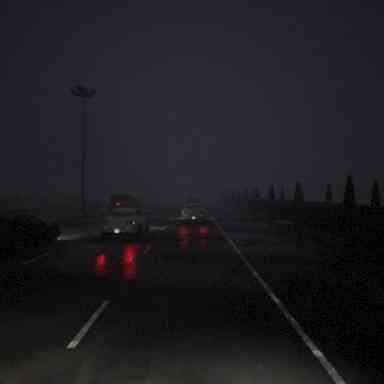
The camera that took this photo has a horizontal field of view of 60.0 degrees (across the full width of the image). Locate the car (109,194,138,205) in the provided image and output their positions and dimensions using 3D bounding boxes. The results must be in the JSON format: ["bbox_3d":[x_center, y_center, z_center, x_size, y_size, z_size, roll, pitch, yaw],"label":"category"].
[{"bbox_3d":[-6.903,1.222,33.817,2.150,2.045,5.566,0,0,0],"label":"car"}]

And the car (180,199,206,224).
[{"bbox_3d":[0.098,1.527,24.851,1.812,1.442,4.674,0,0,0],"label":"car"}]

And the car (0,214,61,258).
[{"bbox_3d":[-6.901,1.547,12.786,2.033,1.411,5.357,0,0,0],"label":"car"}]

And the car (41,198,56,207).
[{"bbox_3d":[-17.555,1.478,44.053,1.882,1.535,5.008,0,0,0],"label":"car"}]

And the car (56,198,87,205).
[{"bbox_3d":[-14.081,1.478,39.981,1.882,1.535,5.008,0,0,0],"label":"car"}]

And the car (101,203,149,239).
[{"bbox_3d":[-3.401,1.526,17.349,1.812,1.442,4.674,0,0,0],"label":"car"}]

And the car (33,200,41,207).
[{"bbox_3d":[-21.019,1.601,48.129,1.895,1.301,4.718,0,0,0],"label":"car"}]
